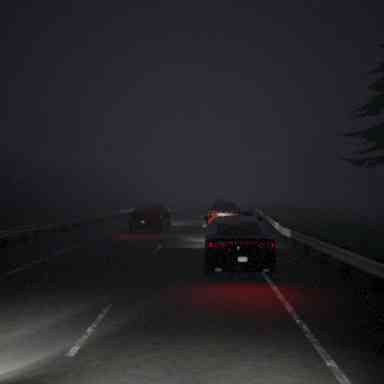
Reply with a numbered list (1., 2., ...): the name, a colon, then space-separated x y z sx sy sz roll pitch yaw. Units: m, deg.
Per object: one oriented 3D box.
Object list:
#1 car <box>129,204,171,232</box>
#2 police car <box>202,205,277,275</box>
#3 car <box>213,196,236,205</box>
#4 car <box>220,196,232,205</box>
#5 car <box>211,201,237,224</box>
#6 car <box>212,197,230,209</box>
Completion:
1. car: -2.435 1.471 20.282 1.882 1.535 5.008 0 0 4
2. police car: 1.344 1.422 10.608 1.930 1.638 5.238 0 0 3
3. car: 1.967 1.344 20.228 2.097 1.767 4.553 0 0 5
4. car: 6.037 1.457 58.917 1.882 1.535 5.008 0 0 9
5. car: 2.511 1.496 26.101 1.837 1.490 4.892 0 0 6
6. car: 3.974 1.476 45.101 2.128 1.511 4.902 0 0 9
